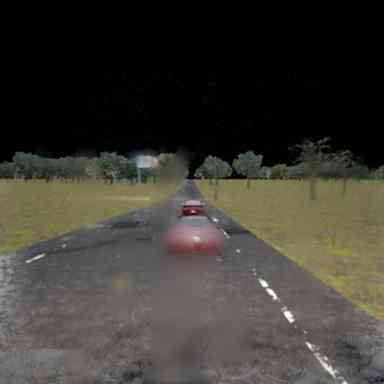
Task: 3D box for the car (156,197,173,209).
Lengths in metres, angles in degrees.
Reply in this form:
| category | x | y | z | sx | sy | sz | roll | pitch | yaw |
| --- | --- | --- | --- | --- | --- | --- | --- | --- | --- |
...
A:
| category | x | y | z | sx | sy | sz | roll | pitch | yaw |
| --- | --- | --- | --- | --- | --- | --- | --- | --- | --- |
| car | -3.568 | 1.407 | 44.224 | 2.033 | 1.411 | 5.357 | 0 | 0 | 0 |

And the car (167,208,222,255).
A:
| category | x | y | z | sx | sy | sz | roll | pitch | yaw |
| --- | --- | --- | --- | --- | --- | --- | --- | --- | --- |
| car | 0.091 | 1.537 | 13.208 | 1.994 | 1.385 | 4.181 | 0 | 0 | 0 |

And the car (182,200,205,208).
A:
| category | x | y | z | sx | sy | sz | roll | pitch | yaw |
| --- | --- | --- | --- | --- | --- | --- | --- | --- | --- |
| car | 0.101 | 1.398 | 29.370 | 1.882 | 1.535 | 5.008 | 0 | 0 | 0 |
